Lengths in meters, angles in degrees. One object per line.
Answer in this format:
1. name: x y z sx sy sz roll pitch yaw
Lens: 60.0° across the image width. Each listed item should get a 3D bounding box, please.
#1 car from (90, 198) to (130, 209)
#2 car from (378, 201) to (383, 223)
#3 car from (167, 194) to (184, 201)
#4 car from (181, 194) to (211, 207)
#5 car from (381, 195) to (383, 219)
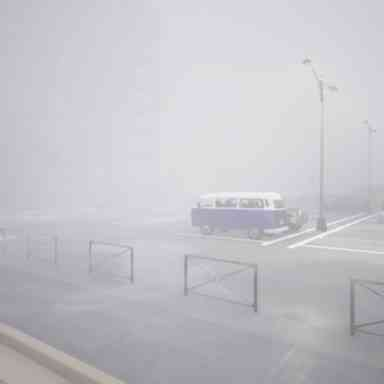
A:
1. car: -10.366 1.420 42.592 2.033 1.411 5.357 0 0 36
2. car: 13.978 1.393 20.961 3.806 1.475 1.970 0 0 36
3. car: -3.883 1.181 77.465 1.851 1.617 3.988 0 0 36
4. car: 0.624 1.378 57.720 1.882 1.535 5.008 0 0 36
5. car: 17.225 1.151 25.498 4.605 1.855 1.932 0 0 36
